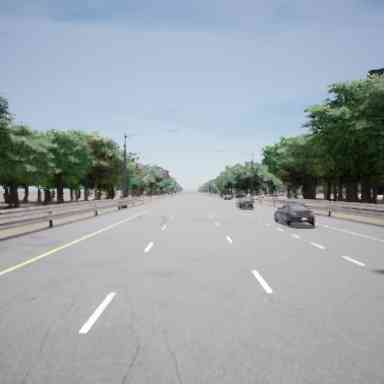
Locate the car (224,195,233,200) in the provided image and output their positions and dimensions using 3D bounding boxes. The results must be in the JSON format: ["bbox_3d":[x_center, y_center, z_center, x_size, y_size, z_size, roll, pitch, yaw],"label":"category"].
[{"bbox_3d":[9.791,1.480,88.370,2.033,1.411,5.357,0,0,15],"label":"car"}]

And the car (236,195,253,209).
[{"bbox_3d":[7.012,1.498,44.551,1.812,1.442,4.674,0,0,0],"label":"car"}]

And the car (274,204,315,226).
[{"bbox_3d":[7.006,1.520,22.994,1.812,1.442,4.674,0,0,0],"label":"car"}]
